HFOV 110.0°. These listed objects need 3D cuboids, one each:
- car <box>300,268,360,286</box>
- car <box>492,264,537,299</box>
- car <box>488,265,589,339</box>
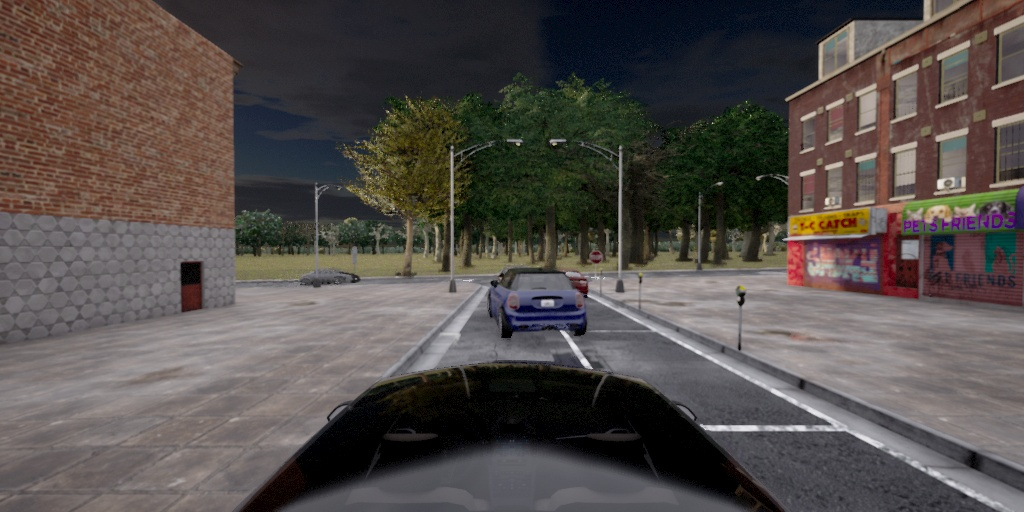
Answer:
[{"bbox_3d":[-14.291,1.663,28.235,4.181,1.385,1.994,-1,1,0],"label":"car"},{"bbox_3d":[0.262,1.246,19.549,2.128,1.511,4.902,1,0,4],"label":"car"},{"bbox_3d":[0.498,1.106,10.338,2.097,1.767,4.553,0,0,-9],"label":"car"}]
